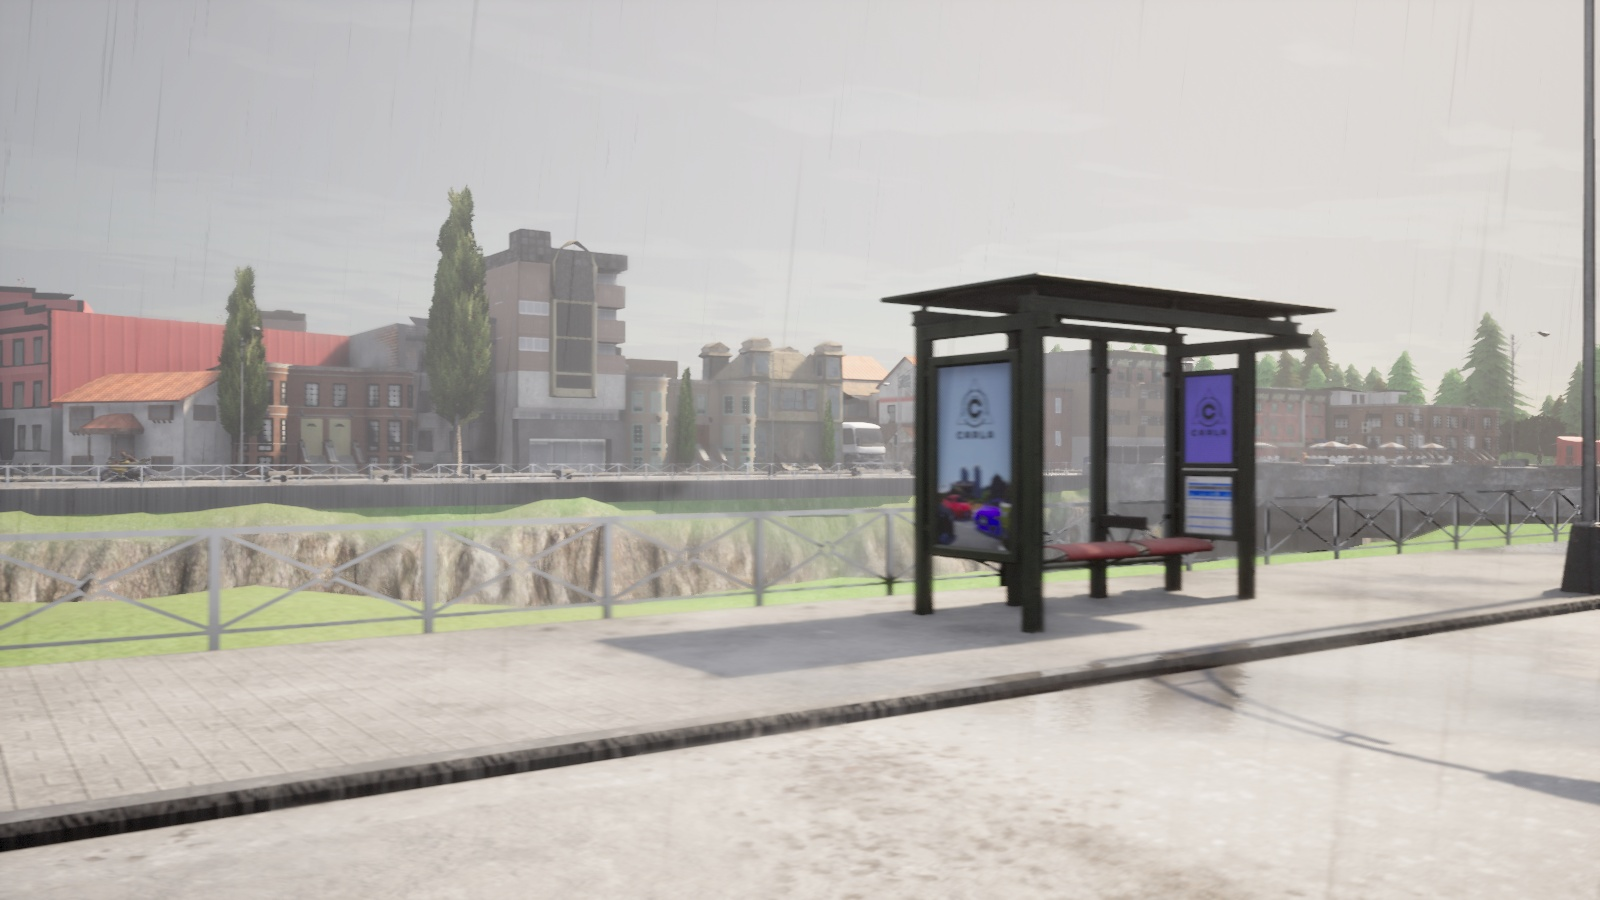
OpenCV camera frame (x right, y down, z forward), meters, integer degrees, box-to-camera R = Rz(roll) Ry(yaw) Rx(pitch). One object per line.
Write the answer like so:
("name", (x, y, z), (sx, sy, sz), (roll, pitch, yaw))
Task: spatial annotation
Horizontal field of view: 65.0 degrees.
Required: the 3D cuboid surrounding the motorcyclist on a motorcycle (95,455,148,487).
("motorcyclist on a motorcycle", (-33.108, 1.000, 61.279), (2.191, 1.530, 0.866), (0, 0, -35))
